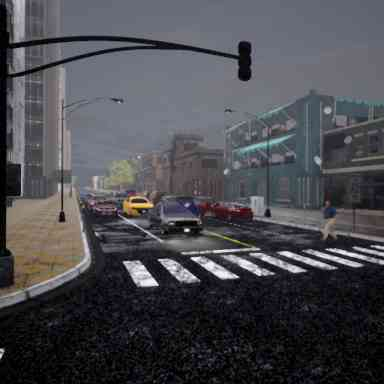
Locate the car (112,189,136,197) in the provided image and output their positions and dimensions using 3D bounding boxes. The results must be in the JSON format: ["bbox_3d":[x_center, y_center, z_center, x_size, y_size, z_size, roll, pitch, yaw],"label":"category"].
[{"bbox_3d":[-7.666,0.887,36.207,2.097,1.767,4.553,0,1,-19],"label":"car"}]

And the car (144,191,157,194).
[{"bbox_3d":[-4.516,0.789,44.649,2.192,1.841,5.009,1,0,-20],"label":"car"}]

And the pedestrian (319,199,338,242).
[{"bbox_3d":[5.756,1.172,14.032,0.375,1.860,0.375,1,0,-20],"label":"pedestrian"}]

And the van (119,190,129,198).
[{"bbox_3d":[-15.639,0.359,76.014,1.690,1.788,3.998,1,0,-20],"label":"van"}]

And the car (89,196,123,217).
[{"bbox_3d":[-6.860,1.227,26.170,1.802,1.307,4.206,1,0,-20],"label":"car"}]

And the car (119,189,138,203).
[{"bbox_3d":[-10.188,0.556,52.858,2.150,2.045,5.566,0,1,-20],"label":"car"}]

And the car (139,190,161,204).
[{"bbox_3d":[-6.370,0.716,49.879,2.192,1.841,5.009,1,0,-20],"label":"car"}]

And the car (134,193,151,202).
[{"bbox_3d":[-8.285,0.849,55.268,1.752,1.417,4.829,1,0,-20],"label":"car"}]

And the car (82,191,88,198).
[{"bbox_3d":[-14.274,0.941,47.078,1.802,1.307,4.206,1,0,-20],"label":"car"}]

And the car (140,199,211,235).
[{"bbox_3d":[-1.115,1.329,17.694,2.033,1.411,5.357,0,1,-20],"label":"car"}]

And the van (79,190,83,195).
[{"bbox_3d":[-21.683,0.396,67.985,1.690,1.788,3.998,1,0,-20],"label":"van"}]

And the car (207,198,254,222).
[{"bbox_3d":[2.893,1.337,23.742,1.802,1.307,4.206,1,0,-20],"label":"car"}]

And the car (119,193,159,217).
[{"bbox_3d":[-4.378,1.137,26.923,1.882,1.535,5.008,0,1,-20],"label":"car"}]

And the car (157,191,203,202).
[{"bbox_3d":[-1.130,1.036,27.280,2.097,1.767,4.553,0,1,-19],"label":"car"}]

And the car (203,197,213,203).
[{"bbox_3d":[1.041,1.127,28.971,1.967,1.590,4.097,1,0,-20],"label":"car"}]

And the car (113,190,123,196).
[{"bbox_3d":[-19.348,0.299,86.468,1.967,1.590,4.097,1,0,-20],"label":"car"}]

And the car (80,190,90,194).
[{"bbox_3d":[-16.127,0.830,52.305,1.887,1.381,4.507,1,0,-20],"label":"car"}]

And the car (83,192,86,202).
[{"bbox_3d":[-12.420,1.015,41.849,1.802,1.307,4.206,1,0,-20],"label":"car"}]

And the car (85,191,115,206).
[{"bbox_3d":[-8.710,1.016,31.395,1.967,1.590,4.097,1,0,-20],"label":"car"}]

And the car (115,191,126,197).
[{"bbox_3d":[-17.498,0.505,81.243,1.947,1.339,4.313,1,0,-20],"label":"car"}]
